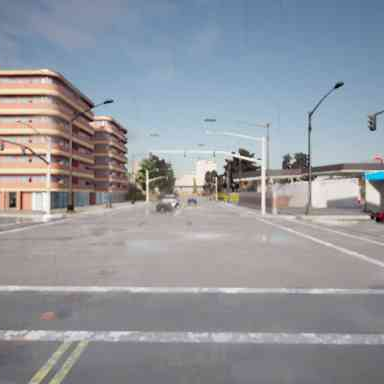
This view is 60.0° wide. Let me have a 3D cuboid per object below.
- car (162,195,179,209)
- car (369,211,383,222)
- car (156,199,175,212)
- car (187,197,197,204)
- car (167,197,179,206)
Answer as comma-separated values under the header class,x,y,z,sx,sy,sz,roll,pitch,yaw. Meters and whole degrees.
class,x,y,z,sx,sy,sz,roll,pitch,yaw
car,-3.571,1.560,52.894,2.150,2.045,5.566,0,0,0
car,16.545,1.768,26.016,4.718,1.301,1.895,0,0,1
car,-3.582,1.876,42.869,1.895,1.301,4.718,0,0,0
car,0.028,1.790,70.400,1.812,1.442,4.674,0,0,0
car,-3.529,1.756,63.024,2.097,1.767,4.553,0,0,0
